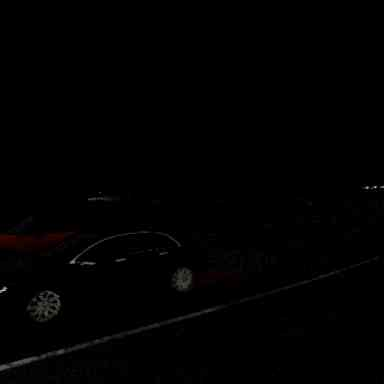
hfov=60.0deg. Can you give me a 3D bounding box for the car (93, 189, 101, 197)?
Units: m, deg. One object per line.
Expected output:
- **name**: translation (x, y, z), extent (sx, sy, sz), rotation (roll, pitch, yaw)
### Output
- **car**: translation (-19.398, 0.097, 62.932), extent (4.553, 1.767, 2.097), rotation (2, 4, 27)

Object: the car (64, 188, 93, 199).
- **car**: translation (-20.777, 0.429, 59.714), extent (4.902, 1.511, 2.128), rotation (1, 4, 27)

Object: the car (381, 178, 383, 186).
- **car**: translation (47.825, -2.496, 81.665), extent (2.150, 2.045, 5.566), rotation (-2, 2, 24)

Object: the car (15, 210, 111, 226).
- **car**: translation (-4.261, 1.377, 9.745), extent (4.553, 1.767, 2.097), rotation (0, 0, -38)

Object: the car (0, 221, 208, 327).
- **car**: translation (-1.858, 1.525, 7.172), extent (4.892, 1.490, 1.837), rotation (0, 0, -38)

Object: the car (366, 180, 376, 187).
- **car**: translation (44.660, -2.140, 83.138), extent (1.882, 1.535, 5.008), rotation (-2, 2, 24)
